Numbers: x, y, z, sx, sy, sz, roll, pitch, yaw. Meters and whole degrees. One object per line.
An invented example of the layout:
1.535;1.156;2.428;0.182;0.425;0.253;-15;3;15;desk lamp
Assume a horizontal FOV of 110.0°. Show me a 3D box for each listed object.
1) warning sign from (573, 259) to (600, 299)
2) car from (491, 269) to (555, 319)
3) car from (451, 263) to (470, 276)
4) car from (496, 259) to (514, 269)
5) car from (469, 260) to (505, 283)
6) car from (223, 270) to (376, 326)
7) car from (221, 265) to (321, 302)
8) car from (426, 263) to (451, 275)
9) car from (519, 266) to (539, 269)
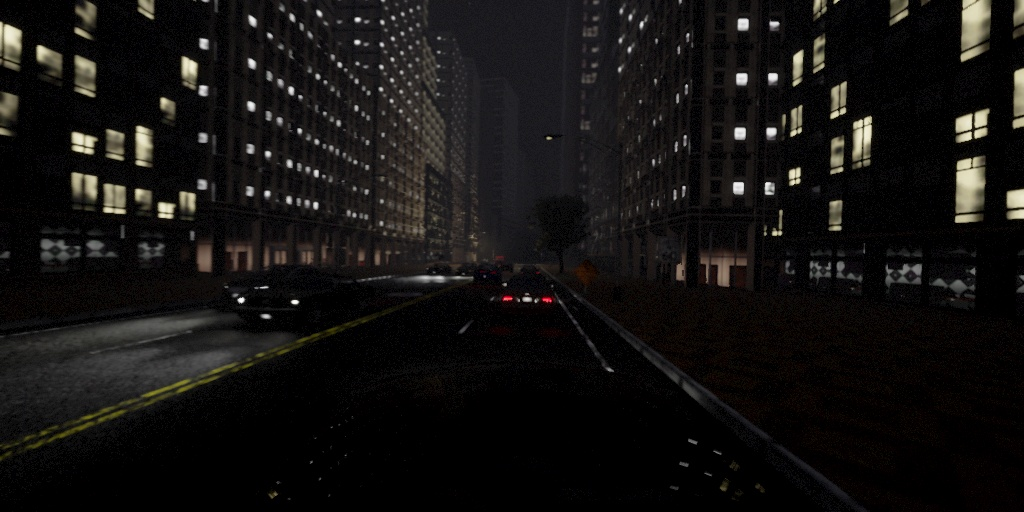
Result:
3.521;1.054;17.201;1.300;1.860;1.060;0;0;3;warning sign
0.588;1.390;13.377;2.033;1.411;5.357;1;0;3;car
-4.748;1.440;38.862;2.033;1.411;5.357;1;0;3;car
-0.807;1.543;50.312;1.882;1.535;5.008;1;-1;3;car
-1.881;1.369;28.915;1.882;1.535;5.008;1;0;3;car
-6.219;1.268;11.429;1.895;1.301;4.718;1;0;3;car
-9.304;1.108;14.704;2.128;1.511;4.902;1;0;3;car
-7.968;1.421;39.459;1.895;1.301;4.718;1;0;3;car
1.535;1.559;32.133;1.994;1.385;4.181;1;0;3;car
